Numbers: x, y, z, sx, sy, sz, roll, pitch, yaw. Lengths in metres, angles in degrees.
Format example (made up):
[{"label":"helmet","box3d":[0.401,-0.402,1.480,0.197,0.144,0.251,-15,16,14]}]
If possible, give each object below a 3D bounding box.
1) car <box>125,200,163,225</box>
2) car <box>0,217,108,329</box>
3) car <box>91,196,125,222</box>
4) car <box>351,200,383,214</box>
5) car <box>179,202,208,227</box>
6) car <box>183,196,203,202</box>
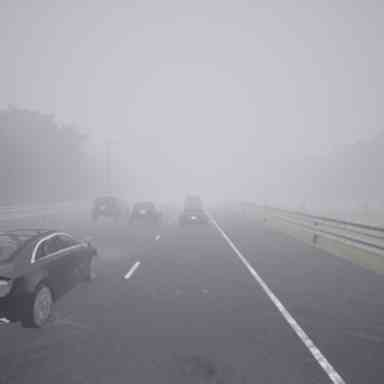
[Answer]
[{"label":"car","box3d":[-3.396,1.479,25.141,2.097,1.767,4.553,0,0,0]},{"label":"car","box3d":[-3.398,1.523,6.963,2.128,1.511,4.902,0,0,0]},{"label":"car","box3d":[-6.895,1.365,28.449,2.150,2.045,5.566,0,0,0]},{"label":"car","box3d":[22.418,1.840,41.830,1.801,1.575,5.366,0,0,-20]},{"label":"car","box3d":[0.104,1.683,23.924,1.994,1.385,4.181,0,0,0]},{"label":"car","box3d":[0.113,1.442,40.541,2.150,2.045,5.566,0,0,0]}]
